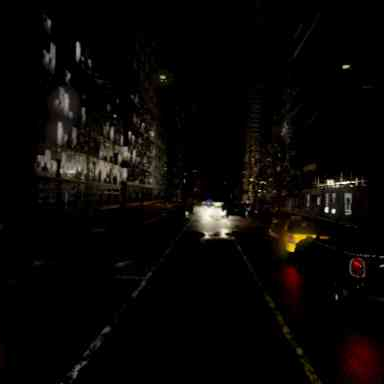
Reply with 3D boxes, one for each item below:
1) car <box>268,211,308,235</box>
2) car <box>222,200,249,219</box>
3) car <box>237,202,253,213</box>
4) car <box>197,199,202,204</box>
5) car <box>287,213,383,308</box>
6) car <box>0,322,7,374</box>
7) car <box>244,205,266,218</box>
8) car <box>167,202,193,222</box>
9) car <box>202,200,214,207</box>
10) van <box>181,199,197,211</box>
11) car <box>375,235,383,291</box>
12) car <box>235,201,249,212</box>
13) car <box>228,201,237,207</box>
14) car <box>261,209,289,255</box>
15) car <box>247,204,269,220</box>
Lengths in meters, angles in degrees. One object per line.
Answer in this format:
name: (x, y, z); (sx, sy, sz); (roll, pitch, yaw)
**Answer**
car: (6.816, 2.166, 24.032); (1.802, 1.307, 4.206); (2, -1, 3)
car: (4.891, 2.015, 37.817); (2.097, 1.767, 4.553); (2, -1, 4)
car: (8.323, 2.407, 52.454); (1.967, 1.590, 4.097); (2, -1, 3)
car: (2.060, 2.656, 92.694); (1.887, 1.381, 4.507); (3, -1, 3)
car: (4.175, 1.636, 8.675); (2.097, 1.767, 4.553); (2, -1, 3)
car: (-2.745, 1.487, 1.745); (1.802, 1.307, 4.206); (2, -1, 3)
car: (7.717, 2.370, 41.084); (2.008, 1.369, 4.403); (2, -1, 3)
car: (-1.244, 1.865, 30.166); (2.008, 1.369, 4.403); (2, -1, 3)
car: (3.929, 2.515, 77.116); (1.882, 1.535, 5.008); (2, -1, 3)
van: (-0.635, 1.810, 41.537); (1.690, 1.788, 3.998); (2, -1, 3)
car: (5.916, 1.920, 6.980); (1.802, 1.307, 4.206); (2, -1, 3)
car: (8.623, 2.480, 58.138); (1.967, 1.590, 4.097); (2, -1, 3)
car: (9.820, 2.871, 80.873); (1.887, 1.381, 4.507); (3, -1, 3)
car: (4.548, 1.832, 14.890); (1.801, 1.575, 5.366); (2, -1, 3)
car: (7.417, 2.294, 35.400); (2.008, 1.369, 4.403); (2, -1, 3)
